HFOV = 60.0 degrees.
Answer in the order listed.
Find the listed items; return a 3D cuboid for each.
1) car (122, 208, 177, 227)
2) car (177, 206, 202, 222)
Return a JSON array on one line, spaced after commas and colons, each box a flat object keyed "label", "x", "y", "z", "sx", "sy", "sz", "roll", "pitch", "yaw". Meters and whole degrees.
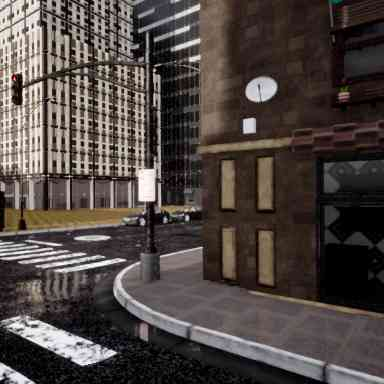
[{"label": "car", "x": -3.500, "y": 1.894, "z": 25.909, "sx": 2.008, "sy": 1.369, "sz": 4.403, "roll": -2, "pitch": -2, "yaw": 35}, {"label": "car", "x": -0.296, "y": 1.975, "z": 30.465, "sx": 2.008, "sy": 1.369, "sz": 4.403, "roll": -2, "pitch": -2, "yaw": 35}]
